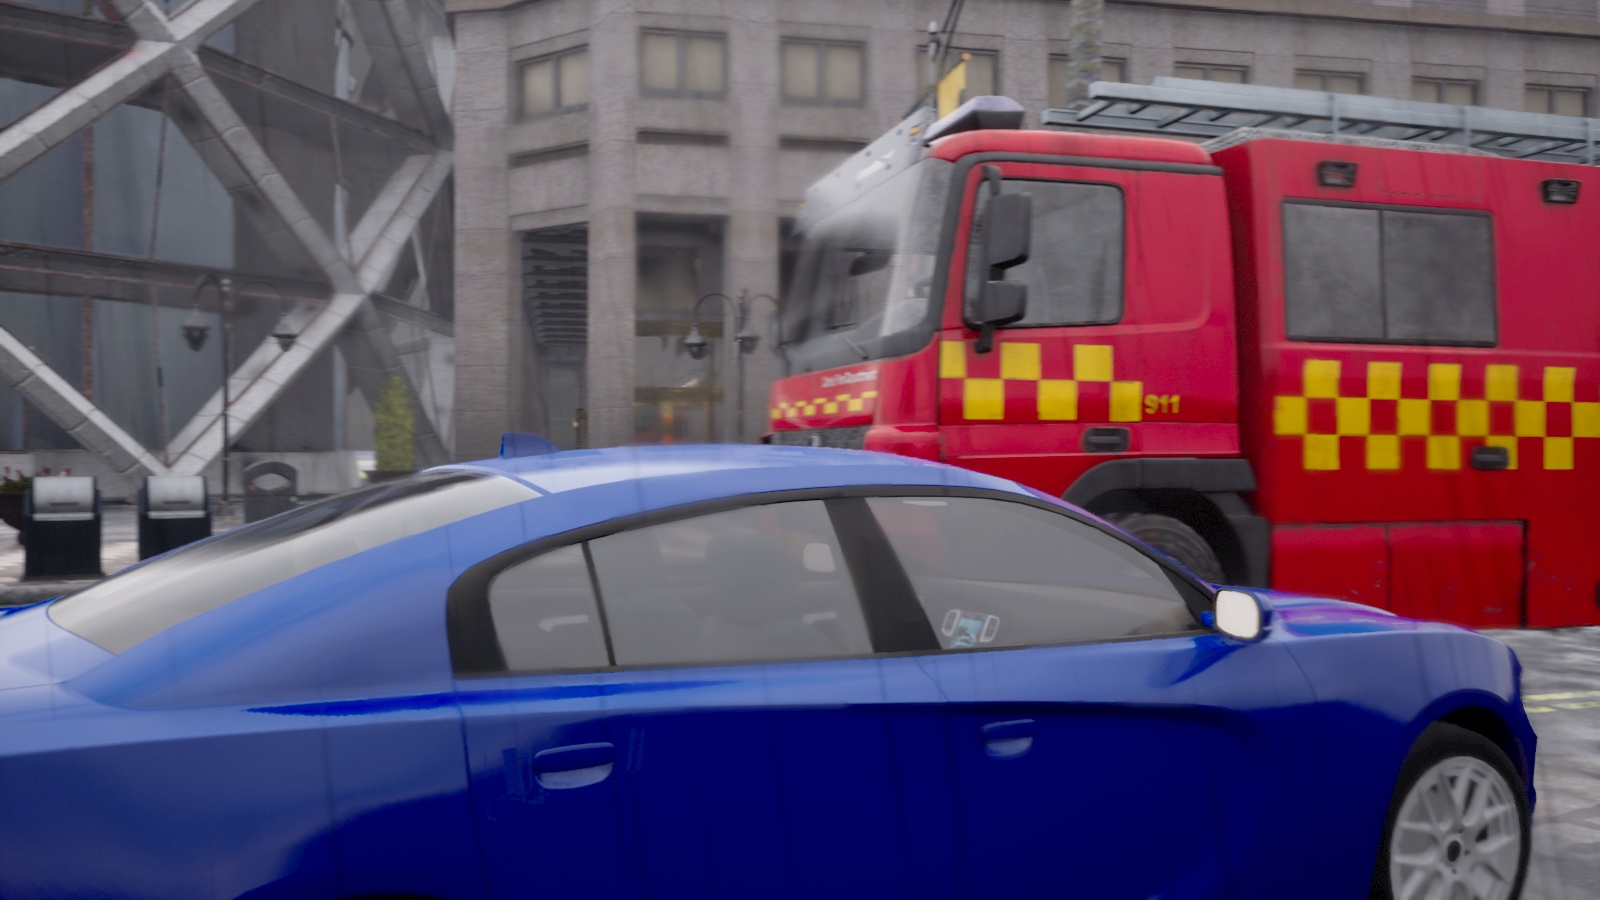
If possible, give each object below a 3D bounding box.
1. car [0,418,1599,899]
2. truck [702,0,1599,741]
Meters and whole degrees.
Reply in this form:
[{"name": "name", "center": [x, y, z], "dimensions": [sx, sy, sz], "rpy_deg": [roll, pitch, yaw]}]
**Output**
[{"name": "car", "center": [0.030, 0.726, 3.527], "dimensions": [5.008, 1.535, 1.882], "rpy_deg": [0, 0, -31]}, {"name": "truck", "center": [3.752, -0.415, 9.050], "dimensions": [8.468, 3.827, 2.891], "rpy_deg": [0, 0, -16]}]
